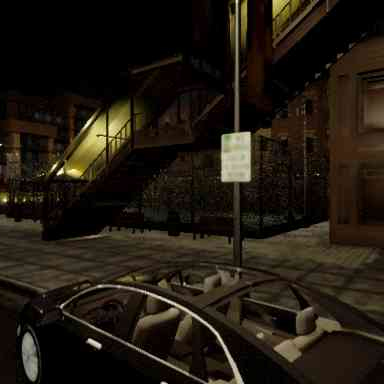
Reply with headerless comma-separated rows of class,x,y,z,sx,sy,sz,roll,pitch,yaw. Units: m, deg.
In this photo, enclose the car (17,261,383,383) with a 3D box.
car,-0.173,1.477,3.385,2.231,1.521,4.892,0,0,-45
